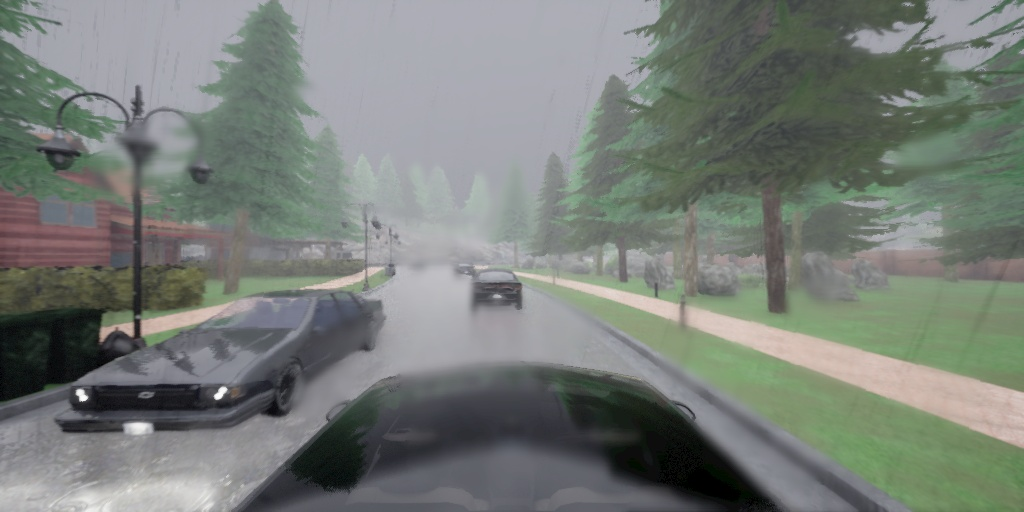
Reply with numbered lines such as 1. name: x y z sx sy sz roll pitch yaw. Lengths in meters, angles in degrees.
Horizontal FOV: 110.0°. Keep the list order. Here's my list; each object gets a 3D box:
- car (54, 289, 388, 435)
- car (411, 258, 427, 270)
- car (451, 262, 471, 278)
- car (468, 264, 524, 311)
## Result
1. car: -3.753 1.304 6.170 2.033 1.411 5.357 0 0 -2
2. car: -13.586 1.117 52.150 2.097 1.767 4.553 0 0 -17
3. car: -4.602 1.276 34.324 1.812 1.442 4.674 0 0 -15
4. car: -0.707 1.226 14.464 1.882 1.535 5.008 0 0 -6
